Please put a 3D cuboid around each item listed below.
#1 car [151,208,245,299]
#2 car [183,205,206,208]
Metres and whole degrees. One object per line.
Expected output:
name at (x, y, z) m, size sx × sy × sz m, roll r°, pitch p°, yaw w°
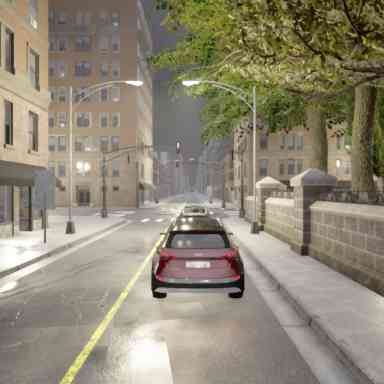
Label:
car at (0.119, 1.430, 8.492) m, size 2.033 × 1.649 × 4.856 m, roll 0°, pitch 0°, yaw 0°
car at (0.141, 1.503, 18.339) m, size 1.837 × 1.490 × 4.892 m, roll 0°, pitch 0°, yaw 0°
